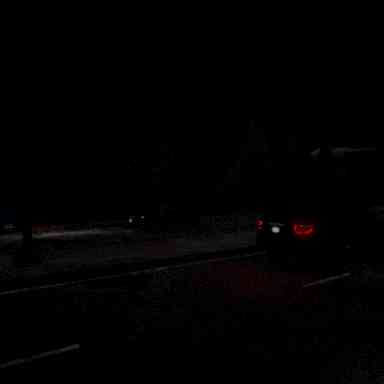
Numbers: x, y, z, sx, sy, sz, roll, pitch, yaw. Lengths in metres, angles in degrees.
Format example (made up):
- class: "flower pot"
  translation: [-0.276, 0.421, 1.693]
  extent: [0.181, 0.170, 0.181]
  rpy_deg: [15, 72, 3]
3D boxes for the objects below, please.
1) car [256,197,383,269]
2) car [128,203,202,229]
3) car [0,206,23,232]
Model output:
- class: "car"
  translation: [4.635, 1.184, 11.275]
  extent: [5.566, 2.045, 2.150]
  rpy_deg: [0, 0, -35]
- class: "car"
  translation: [-1.615, 1.441, 21.131]
  extent: [4.902, 1.511, 2.128]
  rpy_deg: [0, 0, -35]
- class: "car"
  translation: [-11.811, 1.452, 18.290]
  extent: [5.008, 1.535, 1.882]
  rpy_deg: [0, 0, -35]
